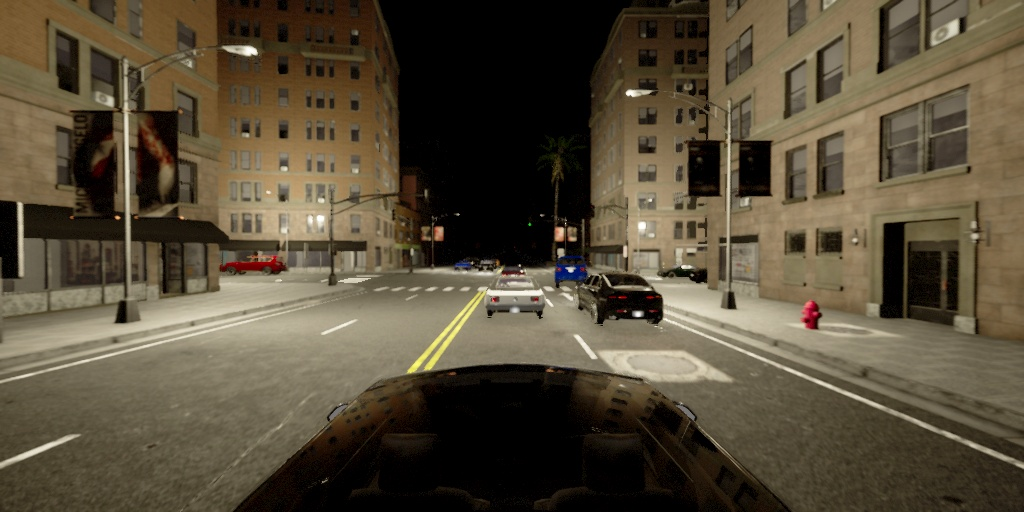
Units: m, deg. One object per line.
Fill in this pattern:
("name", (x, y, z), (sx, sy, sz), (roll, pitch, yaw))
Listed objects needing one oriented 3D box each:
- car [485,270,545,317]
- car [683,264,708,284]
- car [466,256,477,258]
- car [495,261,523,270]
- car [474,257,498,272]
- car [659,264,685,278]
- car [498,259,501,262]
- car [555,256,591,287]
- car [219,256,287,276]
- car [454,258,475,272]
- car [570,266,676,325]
("car", (0.092, 1.365, 13.154), (1.895, 1.301, 4.718), (0, 0, 0))
("car", (16.187, 1.550, 28.058), (4.313, 1.339, 1.948), (0, 0, 0))
("car", (-6.610, 1.043, 58.539), (2.150, 2.045, 5.566), (0, 0, 0))
("car", (0.070, 1.340, 26.324), (2.033, 1.411, 5.357), (0, 0, 0))
("car", (-3.383, 1.301, 47.525), (2.128, 1.511, 4.902), (0, 0, 0))
("car", (16.031, 1.470, 34.007), (4.181, 1.385, 1.994), (0, 1, 0))
("car", (-3.365, 1.368, 57.269), (2.033, 1.411, 5.357), (0, 0, 0))
("car", (4.252, 1.013, 25.010), (2.150, 2.045, 5.566), (0, 0, 12))
("car", (-23.921, 0.881, 33.518), (5.009, 1.841, 2.192), (0, 0, -9))
("car", (-6.624, 1.337, 48.831), (1.812, 1.442, 4.674), (0, 0, 1))
("car", (3.331, 1.268, 11.873), (1.837, 1.490, 4.892), (0, 0, 0))
